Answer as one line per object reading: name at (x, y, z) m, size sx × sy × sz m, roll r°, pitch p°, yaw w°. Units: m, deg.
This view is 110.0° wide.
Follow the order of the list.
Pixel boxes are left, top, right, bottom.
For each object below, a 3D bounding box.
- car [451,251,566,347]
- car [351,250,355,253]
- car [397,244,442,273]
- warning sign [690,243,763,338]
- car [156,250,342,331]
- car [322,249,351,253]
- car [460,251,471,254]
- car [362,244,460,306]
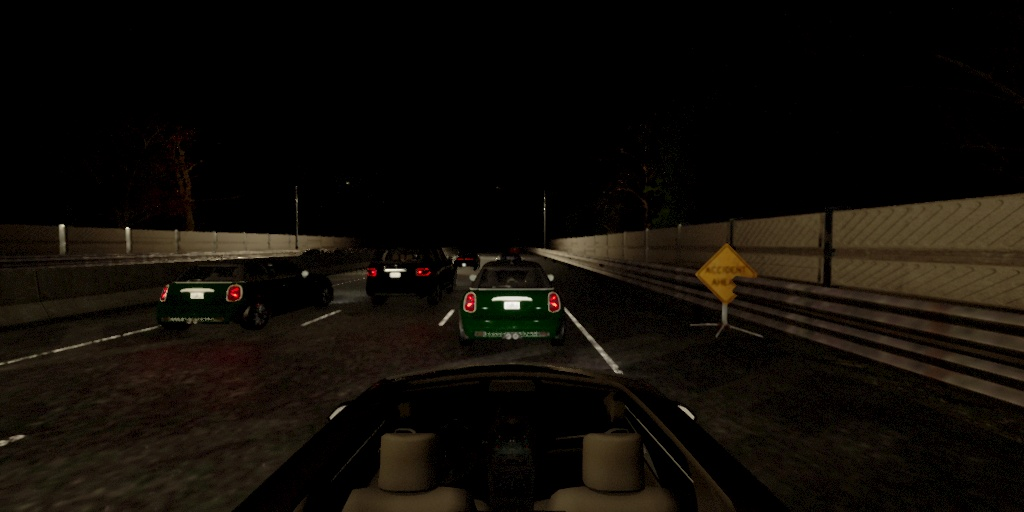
car at (-0.003, 0.865, 8.773) m, size 2.097 × 1.767 × 4.553 m, roll 0°, pitch 2°, yaw 0°
car at (-17.969, -0.123, 45.095) m, size 1.812 × 1.442 × 4.674 m, roll 0°, pitch 2°, yaw 0°
car at (-7.155, 0.094, 28.507) m, size 2.150 × 2.045 × 5.566 m, roll 0°, pitch 2°, yaw 0°
warning sign at (4.500, 0.664, 7.598) m, size 1.300 × 1.860 × 1.060 m, roll 0°, pitch 0°, yaw -1°
car at (-7.007, 0.829, 10.095) m, size 2.097 × 1.767 × 4.553 m, roll 0°, pitch 2°, yaw 0°
car at (-21.468, -0.146, 45.329) m, size 1.837 × 1.490 × 4.892 m, roll 0°, pitch 1°, yaw 0°
car at (-3.663, 0.338, 29.663) m, size 1.837 × 1.490 × 4.892 m, roll 0°, pitch 2°, yaw 0°
car at (-3.519, 0.582, 13.457) m, size 2.150 × 2.045 × 5.566 m, roll 0°, pitch 2°, yaw 0°
